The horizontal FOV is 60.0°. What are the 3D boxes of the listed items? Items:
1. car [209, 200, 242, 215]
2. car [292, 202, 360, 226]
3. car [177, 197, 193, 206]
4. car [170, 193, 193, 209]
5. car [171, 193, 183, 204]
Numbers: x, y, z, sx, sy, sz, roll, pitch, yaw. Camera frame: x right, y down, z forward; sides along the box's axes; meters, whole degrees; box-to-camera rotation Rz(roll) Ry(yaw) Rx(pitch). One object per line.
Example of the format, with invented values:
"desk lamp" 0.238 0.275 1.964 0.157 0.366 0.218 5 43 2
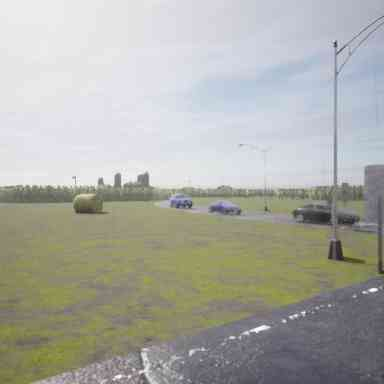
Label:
"car" 3.368 1.577 34.829 1.812 1.442 4.674 -1 0 -25
"car" 9.471 1.527 23.827 1.837 1.490 4.892 -1 0 -32
"car" -1.265 1.580 56.804 1.812 1.442 4.674 -1 0 -12
"car" -1.576 1.295 47.235 2.150 2.045 5.566 -1 0 -17
"car" -3.041 1.291 66.977 2.150 2.045 5.566 -1 0 -6
